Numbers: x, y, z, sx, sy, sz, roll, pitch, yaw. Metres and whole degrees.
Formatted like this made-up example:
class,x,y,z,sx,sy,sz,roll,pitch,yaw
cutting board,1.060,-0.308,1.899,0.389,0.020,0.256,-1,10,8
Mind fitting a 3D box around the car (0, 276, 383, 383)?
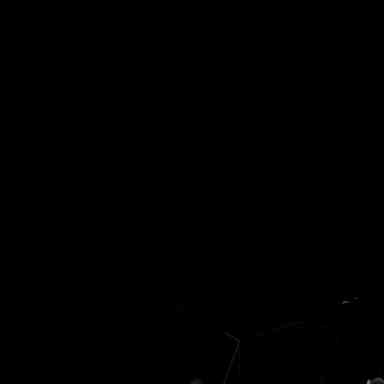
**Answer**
class,x,y,z,sx,sy,sz,roll,pitch,yaw
car,0.042,1.611,2.980,4.718,1.301,1.895,0,0,-35
